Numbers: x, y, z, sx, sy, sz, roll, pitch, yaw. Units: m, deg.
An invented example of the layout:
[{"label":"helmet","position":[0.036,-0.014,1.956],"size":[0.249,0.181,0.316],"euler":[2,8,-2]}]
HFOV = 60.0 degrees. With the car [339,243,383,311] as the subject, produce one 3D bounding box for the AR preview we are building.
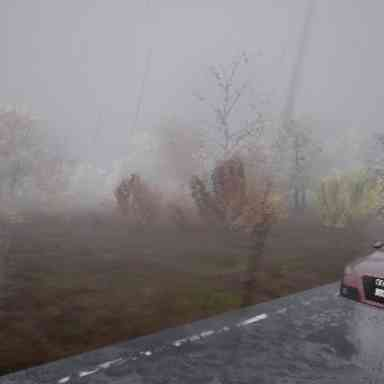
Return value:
[{"label":"car","position":[4.934,1.574,6.898],"size":[4.181,1.385,1.994],"euler":[0,0,-36]}]
